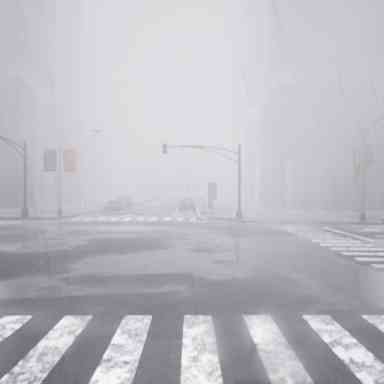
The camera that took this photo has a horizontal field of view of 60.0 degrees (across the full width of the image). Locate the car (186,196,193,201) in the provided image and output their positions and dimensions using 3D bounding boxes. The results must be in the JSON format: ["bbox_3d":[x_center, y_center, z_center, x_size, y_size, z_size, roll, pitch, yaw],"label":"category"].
[{"bbox_3d":[-0.776,1.719,93.453,1.887,1.381,4.507,0,0,0],"label":"car"}]

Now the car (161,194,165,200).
[{"bbox_3d":[-9.300,1.719,93.427,1.887,1.381,4.507,0,0,0],"label":"car"}]

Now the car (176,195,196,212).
[{"bbox_3d":[-0.532,1.458,39.204,1.967,1.590,4.097,0,0,0],"label":"car"}]

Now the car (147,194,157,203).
[{"bbox_3d":[-9.203,1.687,71.724,1.802,1.307,4.206,0,0,0],"label":"car"}]

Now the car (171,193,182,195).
[{"bbox_3d":[-3.455,1.578,75.784,1.837,1.490,4.892,0,0,0],"label":"car"}]

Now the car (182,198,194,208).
[{"bbox_3d":[-0.580,1.627,50.053,1.802,1.307,4.206,0,0,0],"label":"car"}]

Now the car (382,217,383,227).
[{"bbox_3d":[14.781,1.715,21.141,5.008,1.535,1.882,0,0,-1],"label":"car"}]

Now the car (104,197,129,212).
[{"bbox_3d":[-9.056,1.584,39.168,1.947,1.339,4.313,0,0,0],"label":"car"}]

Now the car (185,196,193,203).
[{"bbox_3d":[-0.678,1.631,71.923,1.752,1.417,4.829,0,0,0],"label":"car"}]

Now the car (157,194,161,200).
[{"bbox_3d":[-9.228,1.436,77.150,2.192,1.841,5.009,0,0,0],"label":"car"}]

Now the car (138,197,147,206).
[{"bbox_3d":[-9.128,1.584,55.276,1.752,1.417,4.829,0,0,0],"label":"car"}]

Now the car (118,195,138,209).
[{"bbox_3d":[-9.081,1.346,44.595,2.192,1.841,5.009,0,0,0],"label":"car"}]

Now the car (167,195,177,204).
[{"bbox_3d":[-3.411,1.688,65.816,1.895,1.301,4.718,0,0,0],"label":"car"}]

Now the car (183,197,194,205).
[{"bbox_3d":[-0.629,1.618,60.903,1.887,1.381,4.507,0,0,0],"label":"car"}]
